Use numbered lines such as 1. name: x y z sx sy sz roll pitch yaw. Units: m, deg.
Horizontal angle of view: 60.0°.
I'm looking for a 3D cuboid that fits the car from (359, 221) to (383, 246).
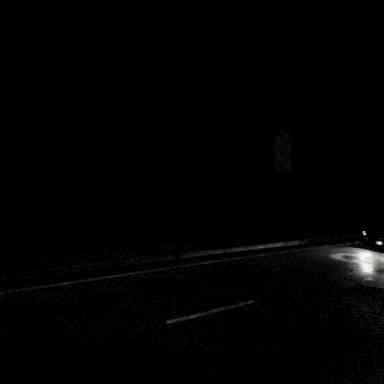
1. car: 9.336 1.519 13.768 5.357 1.411 2.033 0 0 -29
